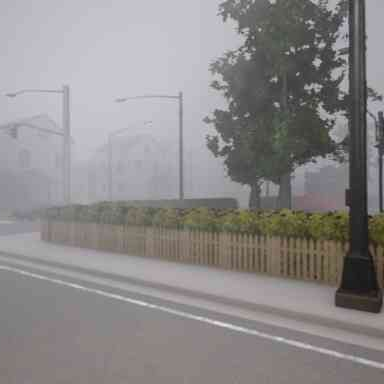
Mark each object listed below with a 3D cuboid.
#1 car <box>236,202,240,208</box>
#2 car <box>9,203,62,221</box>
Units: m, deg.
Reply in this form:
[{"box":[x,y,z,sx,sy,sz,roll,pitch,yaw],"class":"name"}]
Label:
[{"box":[5.294,1.736,49.112,1.895,1.301,4.718,0,0,35],"class":"car"},{"box":[-13.004,1.700,29.284,2.033,1.411,5.357,0,0,35],"class":"car"}]
